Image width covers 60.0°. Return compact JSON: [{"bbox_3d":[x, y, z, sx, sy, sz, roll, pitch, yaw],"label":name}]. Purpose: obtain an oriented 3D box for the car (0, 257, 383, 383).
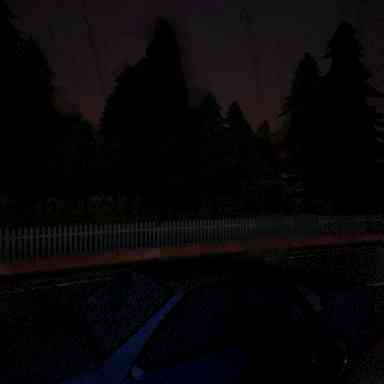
[{"bbox_3d":[-0.020,1.547,3.779,5.357,1.411,2.033,0,0,-31],"label":"car"}]
